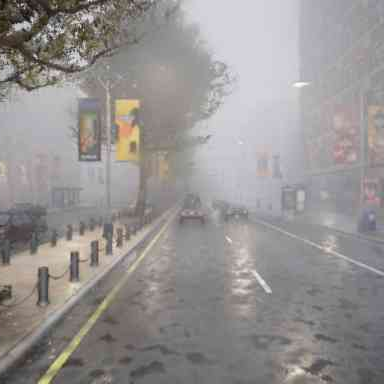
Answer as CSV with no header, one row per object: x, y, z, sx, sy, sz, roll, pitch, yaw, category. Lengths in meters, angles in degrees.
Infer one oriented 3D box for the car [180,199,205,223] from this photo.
0.016,1.557,25.749,2.033,1.411,5.357,0,0,0,car

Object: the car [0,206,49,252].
-8.002,1.553,14.143,2.033,1.411,5.357,0,0,0,car

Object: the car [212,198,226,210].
3.623,1.507,43.507,2.128,1.511,4.902,0,0,1,car

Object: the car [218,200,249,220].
3.533,1.611,28.111,1.895,1.301,4.718,0,0,1,car

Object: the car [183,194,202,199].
0.070,1.237,42.766,2.150,2.045,5.566,0,0,0,car

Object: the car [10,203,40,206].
-11.502,1.499,22.432,2.128,1.511,4.902,0,0,0,car
